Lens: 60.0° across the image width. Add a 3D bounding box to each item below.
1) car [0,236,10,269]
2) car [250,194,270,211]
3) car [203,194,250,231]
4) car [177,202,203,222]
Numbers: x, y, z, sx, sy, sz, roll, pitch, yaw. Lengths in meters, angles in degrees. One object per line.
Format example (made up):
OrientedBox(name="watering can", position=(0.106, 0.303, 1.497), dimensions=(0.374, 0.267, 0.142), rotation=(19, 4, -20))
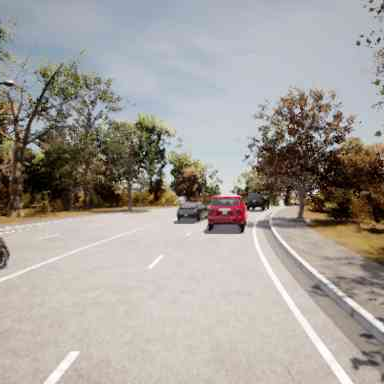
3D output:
OrientedBox(name="car", position=(-6.608, 1.573, 8.359), dimensions=(1.994, 1.385, 4.181), rotation=(0, 0, 5))
OrientedBox(name="car", position=(8.127, 1.211, 40.824), dimensions=(2.150, 2.045, 5.566), rotation=(-1, 0, 21))
OrientedBox(name="car", position=(2.325, 1.231, 21.030), dimensions=(2.150, 2.045, 5.566), rotation=(-1, 0, 11))
OrientedBox(name="car", position=(0.139, 1.540, 27.091), dimensions=(2.128, 1.511, 4.902), rotation=(-1, 0, 14))
